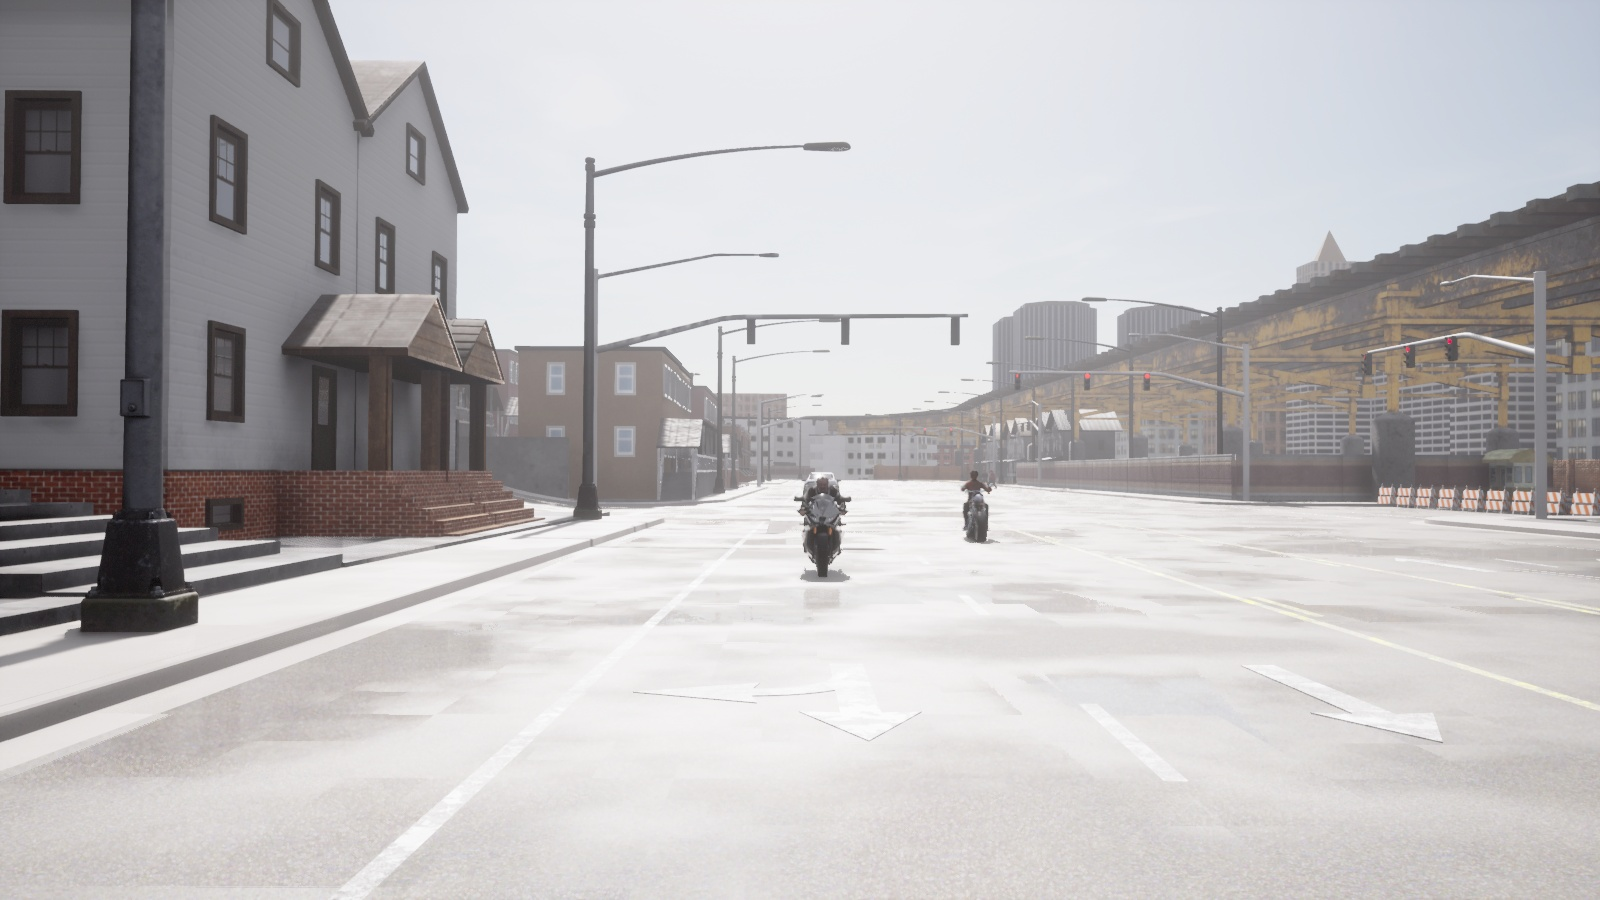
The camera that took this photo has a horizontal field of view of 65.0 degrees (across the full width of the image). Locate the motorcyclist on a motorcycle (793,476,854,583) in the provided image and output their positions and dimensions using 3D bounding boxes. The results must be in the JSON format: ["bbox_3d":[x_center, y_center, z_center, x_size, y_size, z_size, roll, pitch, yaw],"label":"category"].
[{"bbox_3d":[0.354,1.170,19.187,0.866,1.530,2.191,0,-1,1],"label":"motorcyclist on a motorcycle"}]

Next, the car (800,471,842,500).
[{"bbox_3d":[1.191,1.906,68.064,2.128,1.511,4.902,0,-1,2],"label":"car"}]

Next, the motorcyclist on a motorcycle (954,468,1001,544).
[{"bbox_3d":[4.006,1.227,28.521,0.766,1.649,2.350,0,-1,1],"label":"motorcyclist on a motorcycle"}]
